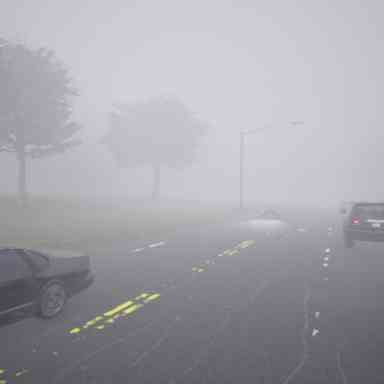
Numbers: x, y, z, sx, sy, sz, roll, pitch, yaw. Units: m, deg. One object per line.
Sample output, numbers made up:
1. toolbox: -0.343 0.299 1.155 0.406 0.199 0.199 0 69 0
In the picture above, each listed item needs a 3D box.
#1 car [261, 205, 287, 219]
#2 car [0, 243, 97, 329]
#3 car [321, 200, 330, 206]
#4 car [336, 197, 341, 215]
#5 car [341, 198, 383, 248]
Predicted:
1. car: 8.196 1.935 33.141 1.895 1.301 4.718 0 -1 25
2. car: -3.804 1.547 5.055 2.033 1.411 5.357 0 0 24
3. car: 30.543 2.530 76.139 1.895 1.301 4.718 0 -1 23
4. car: 19.290 1.871 41.089 2.097 1.767 4.553 0 -1 23
5. car: 8.335 1.421 15.589 2.150 2.045 5.566 0 0 23
